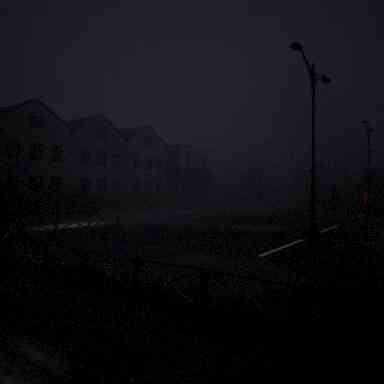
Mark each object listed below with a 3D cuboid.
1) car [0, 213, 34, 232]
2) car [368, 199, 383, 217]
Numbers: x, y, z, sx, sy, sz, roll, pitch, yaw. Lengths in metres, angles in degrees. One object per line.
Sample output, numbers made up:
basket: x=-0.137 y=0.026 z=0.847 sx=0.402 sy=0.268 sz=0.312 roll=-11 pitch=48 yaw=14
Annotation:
car: x=-10.404 y=1.407 z=16.365 sx=1.895 sy=1.301 sz=4.718 roll=0 pitch=0 yaw=33
car: x=15.494 y=1.298 z=26.768 sx=2.007 sy=1.523 sz=4.514 roll=0 pitch=0 yaw=35
